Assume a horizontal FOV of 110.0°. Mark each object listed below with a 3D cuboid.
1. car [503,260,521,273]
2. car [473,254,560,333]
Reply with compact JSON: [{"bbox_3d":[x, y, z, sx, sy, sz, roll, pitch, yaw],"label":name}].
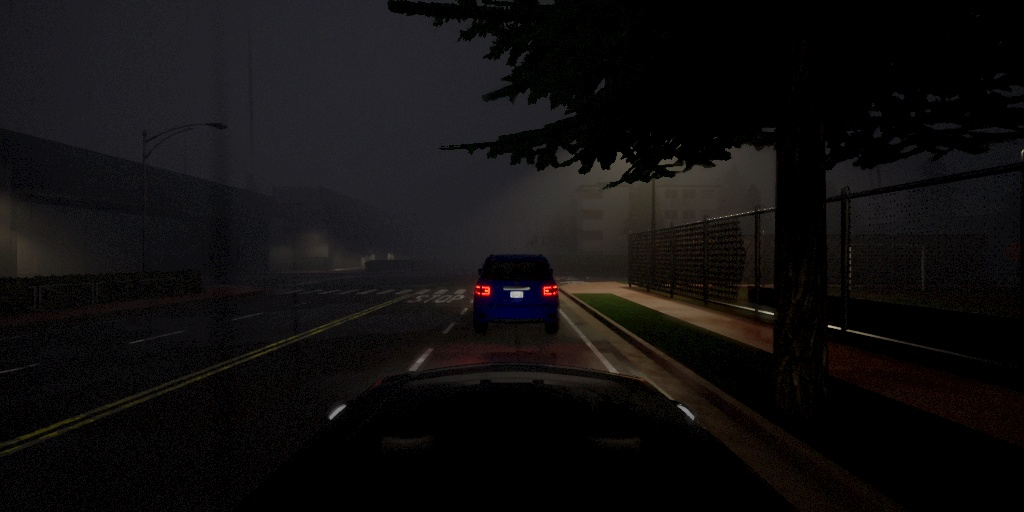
[{"bbox_3d":[0.013,1.241,45.716,2.128,1.511,4.902,0,0,0],"label":"car"},{"bbox_3d":[0.113,0.972,10.857,2.150,2.045,5.566,0,0,0],"label":"car"}]
